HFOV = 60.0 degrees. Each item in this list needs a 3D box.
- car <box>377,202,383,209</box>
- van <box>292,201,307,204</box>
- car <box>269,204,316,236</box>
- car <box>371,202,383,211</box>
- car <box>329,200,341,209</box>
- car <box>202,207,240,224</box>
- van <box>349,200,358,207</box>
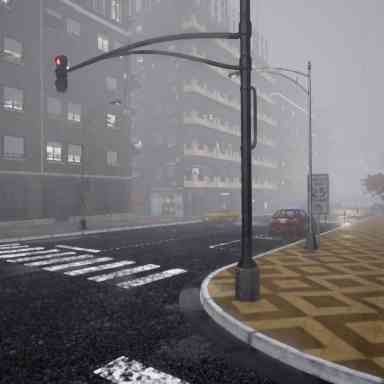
[{"bbox_3d":[38.727,2.744,66.930,2.008,1.369,4.403,-2,-2,35],"label":"car"},{"bbox_3d":[15.711,2.173,48.562,1.690,1.788,3.998,-2,-2,35],"label":"van"},{"bbox_3d":[6.324,1.750,20.656,1.967,1.590,4.097,-2,-2,35],"label":"car"},{"bbox_3d":[32.247,2.582,57.674,1.947,1.339,4.313,-2,-2,35],"label":"car"},{"bbox_3d":[28.672,2.501,67.074,2.192,1.841,5.009,-2,-2,35],"label":"car"},{"bbox_3d":[2.655,2.001,29.906,1.752,1.417,4.829,-2,-2,35],"label":"car"},{"bbox_3d":[41.597,2.881,85.609,1.690,1.788,3.998,-2,-2,35],"label":"van"}]
